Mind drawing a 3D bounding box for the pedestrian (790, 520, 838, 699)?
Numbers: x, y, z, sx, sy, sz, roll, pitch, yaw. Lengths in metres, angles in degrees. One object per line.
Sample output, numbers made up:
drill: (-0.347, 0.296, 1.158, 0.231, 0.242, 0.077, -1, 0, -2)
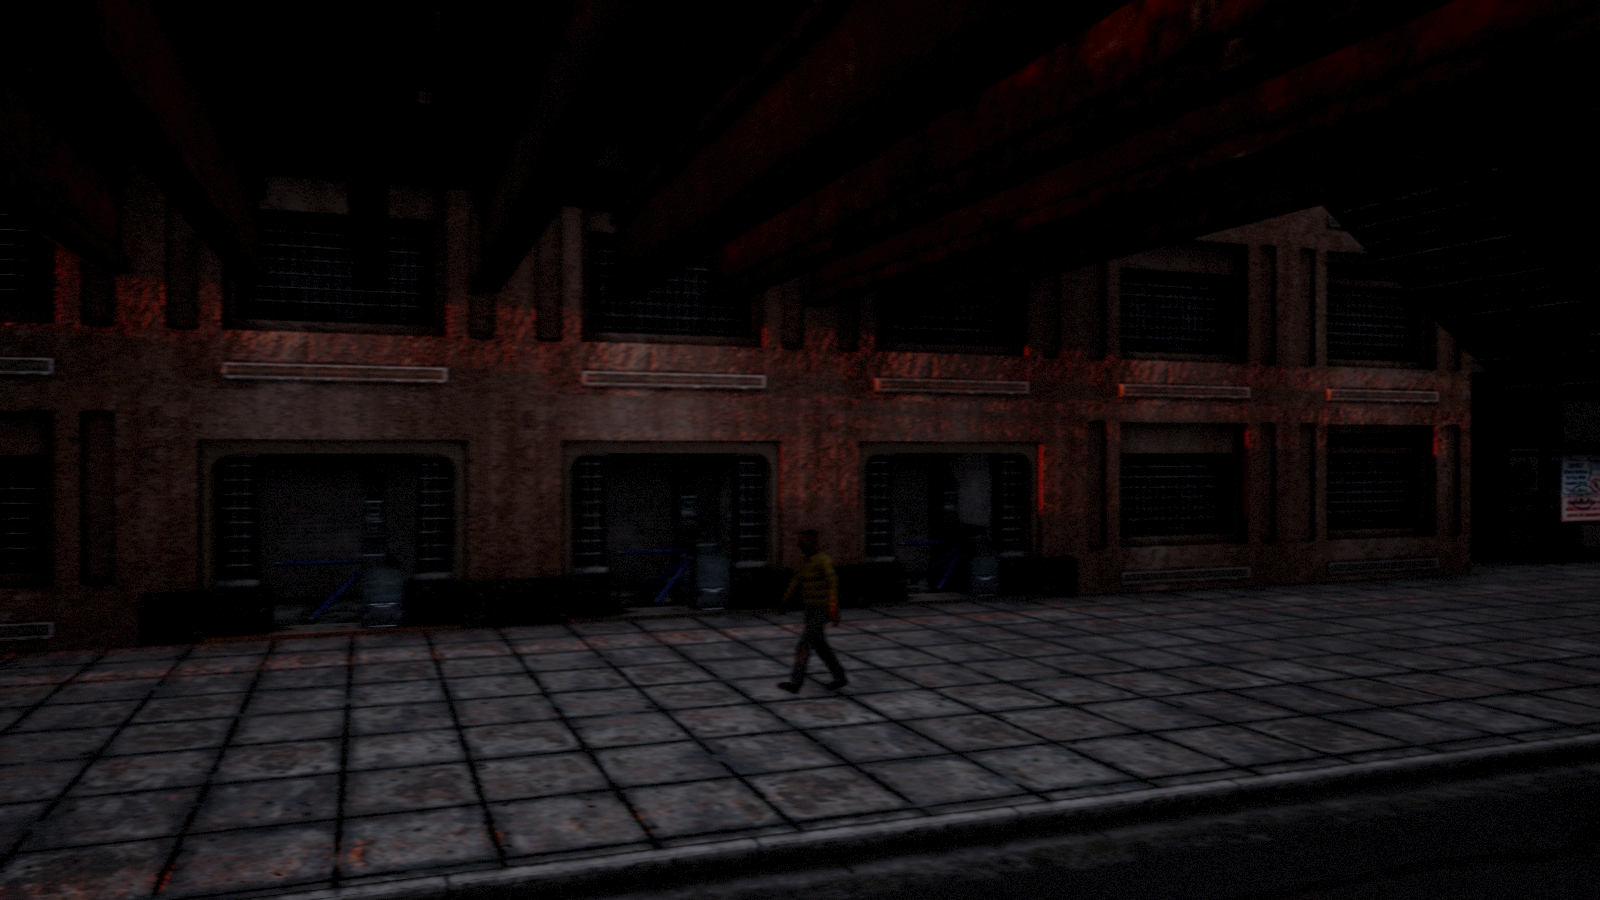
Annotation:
pedestrian: (0.145, 1.696, 12.320, 0.375, 1.860, 0.375, 0, 0, -32)
